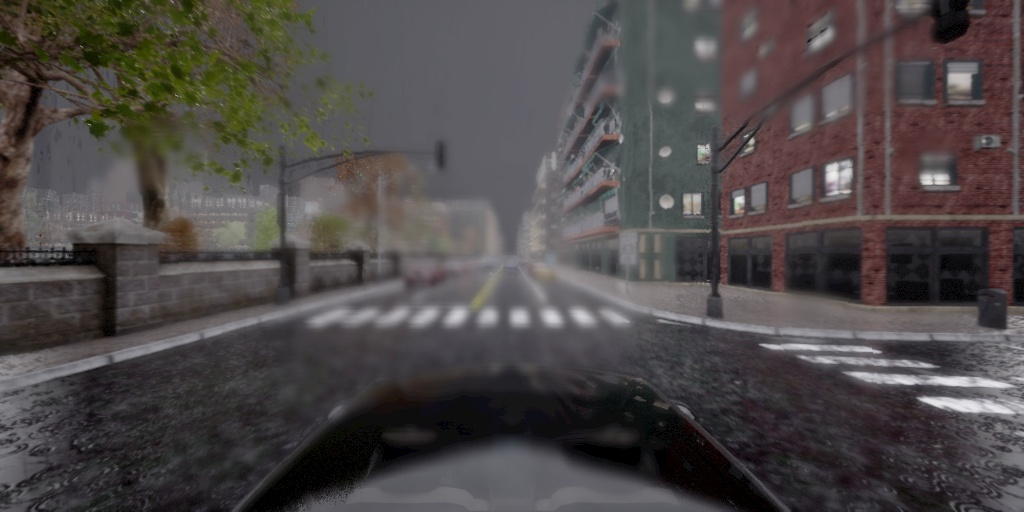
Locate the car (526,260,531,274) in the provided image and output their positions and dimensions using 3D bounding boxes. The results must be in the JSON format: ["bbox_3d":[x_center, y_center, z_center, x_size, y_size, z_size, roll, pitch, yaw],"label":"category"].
[{"bbox_3d":[2.709,1.334,35.296,1.888,1.381,4.507,0,0,0],"label":"car"}]

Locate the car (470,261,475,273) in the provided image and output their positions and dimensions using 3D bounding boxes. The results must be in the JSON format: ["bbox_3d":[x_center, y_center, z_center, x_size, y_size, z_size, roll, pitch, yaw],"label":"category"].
[{"bbox_3d":[-5.669,1.342,40.835,1.888,1.381,4.507,0,0,0],"label":"car"}]

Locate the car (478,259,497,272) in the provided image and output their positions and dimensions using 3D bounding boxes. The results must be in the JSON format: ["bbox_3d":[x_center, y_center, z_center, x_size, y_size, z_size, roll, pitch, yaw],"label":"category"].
[{"bbox_3d":[-3.037,1.408,47.299,1.895,1.301,4.718,0,0,0],"label":"car"}]

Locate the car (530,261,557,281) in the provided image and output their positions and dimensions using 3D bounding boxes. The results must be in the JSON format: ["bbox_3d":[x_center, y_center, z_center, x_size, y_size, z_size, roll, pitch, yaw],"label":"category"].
[{"bbox_3d":[2.706,1.306,29.931,1.751,1.417,4.829,0,0,0],"label":"car"}]

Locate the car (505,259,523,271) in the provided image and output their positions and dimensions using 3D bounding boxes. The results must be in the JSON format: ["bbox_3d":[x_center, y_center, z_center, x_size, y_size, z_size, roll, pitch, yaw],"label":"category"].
[{"bbox_3d":[0.072,1.374,48.924,1.994,1.385,4.181,0,0,1],"label":"car"}]

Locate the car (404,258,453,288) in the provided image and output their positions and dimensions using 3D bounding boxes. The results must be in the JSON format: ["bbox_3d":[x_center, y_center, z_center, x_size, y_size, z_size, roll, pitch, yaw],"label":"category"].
[{"bbox_3d":[-5.678,1.088,24.230,2.192,1.841,5.009,0,0,0],"label":"car"}]

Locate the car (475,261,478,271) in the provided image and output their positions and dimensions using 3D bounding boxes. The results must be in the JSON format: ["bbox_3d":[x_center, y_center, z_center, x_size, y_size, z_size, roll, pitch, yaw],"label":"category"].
[{"bbox_3d":[-5.663,1.396,51.905,1.802,1.307,4.207,0,0,0],"label":"car"}]

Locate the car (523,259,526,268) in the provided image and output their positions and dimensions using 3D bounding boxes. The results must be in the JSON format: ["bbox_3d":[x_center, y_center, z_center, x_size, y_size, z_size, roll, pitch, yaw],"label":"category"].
[{"bbox_3d":[2.724,1.377,62.972,1.888,1.381,4.507,0,0,0],"label":"car"}]

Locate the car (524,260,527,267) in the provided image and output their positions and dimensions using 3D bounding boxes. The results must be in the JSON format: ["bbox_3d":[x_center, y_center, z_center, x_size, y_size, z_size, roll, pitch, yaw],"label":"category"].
[{"bbox_3d":[2.711,1.348,40.832,2.007,1.370,4.403,0,0,0],"label":"car"}]

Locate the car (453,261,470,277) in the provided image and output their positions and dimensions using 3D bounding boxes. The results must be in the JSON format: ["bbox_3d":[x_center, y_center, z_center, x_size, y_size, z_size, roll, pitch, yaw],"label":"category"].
[{"bbox_3d":[-5.672,1.229,35.300,1.967,1.591,4.097,0,0,0],"label":"car"}]
